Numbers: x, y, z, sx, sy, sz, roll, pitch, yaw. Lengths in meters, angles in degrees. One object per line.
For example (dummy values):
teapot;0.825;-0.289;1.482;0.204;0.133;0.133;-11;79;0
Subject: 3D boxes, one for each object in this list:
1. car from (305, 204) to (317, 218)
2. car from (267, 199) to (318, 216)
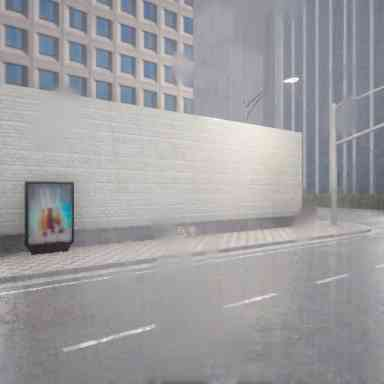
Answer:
car;9.037;1.533;30.751;1.882;1.535;5.008;0;0;-36
car;10.417;1.547;34.837;2.128;1.511;4.902;0;0;-36
